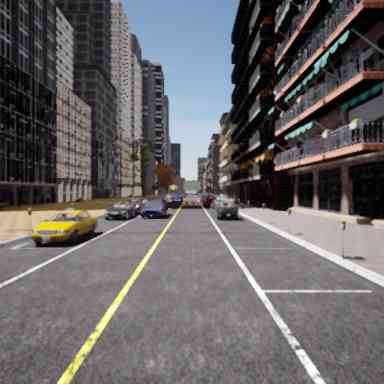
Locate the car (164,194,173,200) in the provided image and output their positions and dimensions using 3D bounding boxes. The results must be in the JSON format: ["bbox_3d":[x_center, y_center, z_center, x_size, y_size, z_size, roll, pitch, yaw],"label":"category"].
[{"bbox_3d":[-5.717,1.157,81.774,1.752,1.417,4.829,0,0,0],"label":"car"}]

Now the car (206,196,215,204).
[{"bbox_3d":[2.680,1.390,32.154,2.008,1.369,4.403,0,0,0],"label":"car"}]

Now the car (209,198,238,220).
[{"bbox_3d":[2.681,1.417,26.621,2.008,1.369,4.403,0,0,0],"label":"car"}]

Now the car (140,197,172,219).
[{"bbox_3d":[-3.108,1.408,27.990,2.033,1.411,5.357,0,0,0],"label":"car"}]

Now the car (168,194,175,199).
[{"bbox_3d":[-5.721,1.135,93.010,1.887,1.381,4.507,0,0,0],"label":"car"}]

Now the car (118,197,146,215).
[{"bbox_3d":[-5.701,1.280,32.152,1.967,1.590,4.097,0,0,0],"label":"car"}]

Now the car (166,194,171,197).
[{"bbox_3d":[-5.712,1.278,65.347,1.802,1.307,4.206,0,0,0],"label":"car"}]

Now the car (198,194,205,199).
[{"bbox_3d":[2.659,1.141,93.013,2.008,1.369,4.403,0,0,0],"label":"car"}]

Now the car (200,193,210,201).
[{"bbox_3d":[2.666,1.113,70.881,1.967,1.590,4.097,0,0,0],"label":"car"}]

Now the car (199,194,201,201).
[{"bbox_3d":[2.670,1.300,59.817,1.802,1.307,4.206,0,0,0],"label":"car"}]

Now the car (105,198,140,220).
[{"bbox_3d":[-5.699,1.417,26.619,2.008,1.369,4.403,0,0,0],"label":"car"}]

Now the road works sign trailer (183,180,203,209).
[{"bbox_3d":[-0.014,0.256,42.414,2.380,3.560,2.880,0,0,0],"label":"road works sign trailer"}]

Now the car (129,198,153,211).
[{"bbox_3d":[-5.703,1.365,37.684,2.008,1.369,4.403,0,0,0],"label":"car"}]

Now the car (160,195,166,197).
[{"bbox_3d":[-5.708,1.267,54.111,1.752,1.417,4.829,0,0,0],"label":"car"}]

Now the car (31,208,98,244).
[{"bbox_3d":[-5.695,1.447,15.384,1.752,1.417,4.829,0,0,0],"label":"car"}]

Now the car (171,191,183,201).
[{"bbox_3d":[-3.022,0.898,69.554,2.150,2.045,5.566,0,0,0],"label":"car"}]

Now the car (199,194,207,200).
[{"bbox_3d":[2.663,1.181,81.947,2.008,1.369,4.403,0,0,0],"label":"car"}]

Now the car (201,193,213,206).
[{"bbox_3d":[2.674,1.204,48.751,1.967,1.590,4.097,0,0,0],"label":"car"}]
